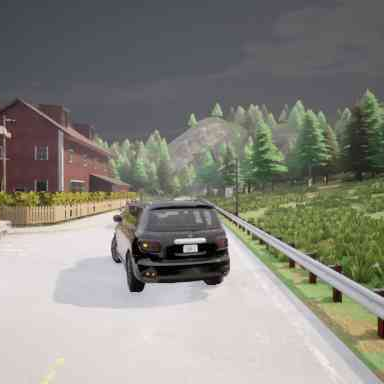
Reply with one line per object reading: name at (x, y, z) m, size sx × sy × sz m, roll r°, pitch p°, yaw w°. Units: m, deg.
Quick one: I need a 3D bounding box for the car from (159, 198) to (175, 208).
car at (-3.566, 1.564, 48.032) m, size 1.994 × 1.385 × 4.181 m, roll 0°, pitch 0°, yaw 0°

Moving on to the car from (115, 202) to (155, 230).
car at (-3.612, 1.505, 22.066) m, size 1.837 × 1.490 × 4.892 m, roll 0°, pitch 0°, yaw 0°

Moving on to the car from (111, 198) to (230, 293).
car at (-0.867, 1.221, 9.188) m, size 2.150 × 2.045 × 5.566 m, roll 0°, pitch 0°, yaw -18°

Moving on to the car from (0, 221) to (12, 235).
car at (-10.831, 1.601, 14.731) m, size 4.718 × 1.301 × 1.895 m, roll 0°, pitch 0°, yaw -13°

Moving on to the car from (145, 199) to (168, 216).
car at (-3.615, 1.503, 34.203) m, size 1.837 × 1.490 × 4.892 m, roll 0°, pitch 0°, yaw 0°
